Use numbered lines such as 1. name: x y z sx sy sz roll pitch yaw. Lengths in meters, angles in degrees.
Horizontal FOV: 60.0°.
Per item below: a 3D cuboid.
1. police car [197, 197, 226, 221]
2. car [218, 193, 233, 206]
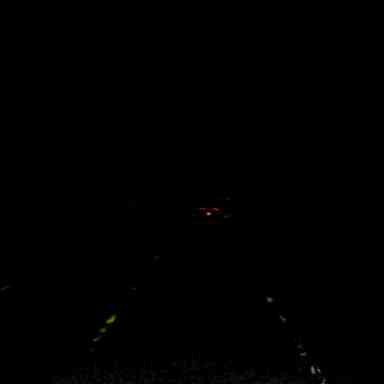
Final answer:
1. police car: 1.536 1.487 27.538 2.038 1.542 4.974 0 0 7
2. car: 5.207 1.187 52.642 2.150 2.045 5.566 0 0 11
